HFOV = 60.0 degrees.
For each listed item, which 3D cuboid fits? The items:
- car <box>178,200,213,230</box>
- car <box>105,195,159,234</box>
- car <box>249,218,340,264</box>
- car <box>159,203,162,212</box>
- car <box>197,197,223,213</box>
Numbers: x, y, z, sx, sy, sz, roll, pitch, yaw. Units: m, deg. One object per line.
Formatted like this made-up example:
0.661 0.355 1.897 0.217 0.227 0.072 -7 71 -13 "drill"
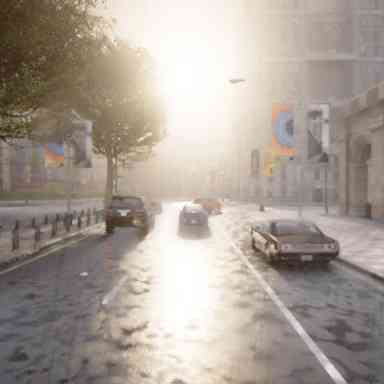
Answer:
0.089 1.488 20.857 1.812 1.442 4.674 0 0 0 "car"
-3.393 1.187 19.189 2.150 2.045 5.566 0 0 0 "car"
3.253 1.574 11.644 1.895 1.301 4.718 0 0 0 "car"
-4.605 1.497 37.160 1.994 1.385 4.181 0 0 -16 "car"
1.677 1.288 34.705 2.097 1.767 4.553 0 0 21 "car"
